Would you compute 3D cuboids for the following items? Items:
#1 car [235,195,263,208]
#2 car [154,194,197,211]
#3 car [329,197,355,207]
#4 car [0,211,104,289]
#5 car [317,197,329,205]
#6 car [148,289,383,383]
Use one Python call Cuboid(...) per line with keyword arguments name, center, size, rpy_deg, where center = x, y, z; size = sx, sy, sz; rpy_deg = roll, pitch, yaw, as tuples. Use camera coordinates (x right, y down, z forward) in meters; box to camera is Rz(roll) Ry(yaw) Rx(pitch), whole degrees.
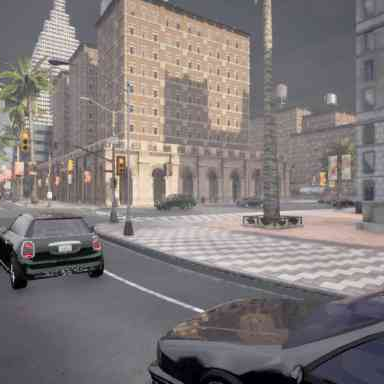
Cuboid(name="car", center=(8.528, 1.505, 48.848), size=(4.892, 1.490, 1.837), rpy_deg=(0, 0, -33))
Cuboid(name="car", center=(-2.037, 1.221, 41.942), size=(5.566, 2.045, 2.150), rpy_deg=(0, 0, -33))
Cuboid(name="car", center=(23.097, 1.601, 49.809), size=(4.718, 1.301, 1.895), rpy_deg=(0, 0, -34))
Cuboid(name="car", center=(-4.247, 1.352, 9.553), size=(2.097, 1.767, 4.553), rpy_deg=(0, 0, -36))
Cuboid(name="car", center=(24.699, 1.548, 59.452), size=(5.357, 1.411, 2.033), rpy_deg=(0, 0, -33))
Cuboid(name="car", center=(2.135, 1.547, 2.552), size=(5.357, 1.411, 2.033), rpy_deg=(0, 0, 37))
